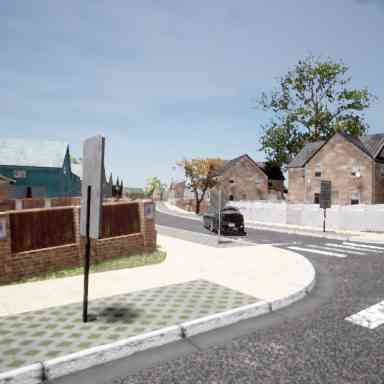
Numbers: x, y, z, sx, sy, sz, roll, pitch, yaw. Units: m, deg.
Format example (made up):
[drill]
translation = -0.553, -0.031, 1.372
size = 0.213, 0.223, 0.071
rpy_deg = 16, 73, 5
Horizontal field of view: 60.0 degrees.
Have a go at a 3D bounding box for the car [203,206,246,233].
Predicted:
[car]
translation = 1.841, 1.594, 20.002
size = 1.837, 1.490, 4.892
rpy_deg = -2, -2, -6
